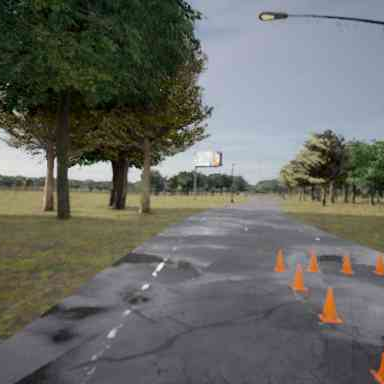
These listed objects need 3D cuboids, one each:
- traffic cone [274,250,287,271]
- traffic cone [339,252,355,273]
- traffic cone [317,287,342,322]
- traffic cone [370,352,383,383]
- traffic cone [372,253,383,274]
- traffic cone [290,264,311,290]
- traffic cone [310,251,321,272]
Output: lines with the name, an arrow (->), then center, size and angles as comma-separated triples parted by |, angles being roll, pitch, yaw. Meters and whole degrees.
traffic cone -> 2.683, 2.069, 10.136 | 0.340, 0.580, 0.340 | 1, 0, 2
traffic cone -> 4.682, 2.118, 10.064 | 0.340, 0.580, 0.340 | 1, 0, 2
traffic cone -> 2.541, 2.045, 6.138 | 0.340, 0.580, 0.340 | 1, 0, 2
traffic cone -> 2.470, 2.034, 4.139 | 0.340, 0.580, 0.340 | 1, 0, 2
traffic cone -> 5.680, 2.142, 10.028 | 0.340, 0.580, 0.340 | 1, 0, 2
traffic cone -> 2.612, 2.057, 8.137 | 0.340, 0.580, 0.340 | 1, 0, 2
traffic cone -> 3.682, 2.093, 10.100 | 0.340, 0.580, 0.340 | 1, 0, 2
